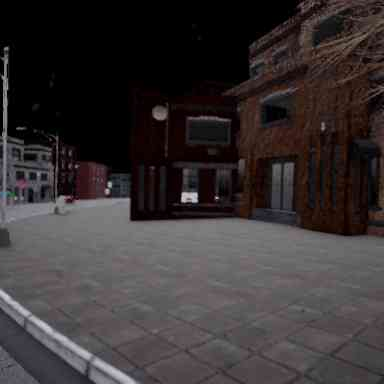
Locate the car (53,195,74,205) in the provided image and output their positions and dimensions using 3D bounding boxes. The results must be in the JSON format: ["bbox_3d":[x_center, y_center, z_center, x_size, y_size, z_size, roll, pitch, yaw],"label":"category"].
[{"bbox_3d":[-20.573,1.292,53.309,1.882,1.535,5.008,1,0,0],"label":"car"}]
